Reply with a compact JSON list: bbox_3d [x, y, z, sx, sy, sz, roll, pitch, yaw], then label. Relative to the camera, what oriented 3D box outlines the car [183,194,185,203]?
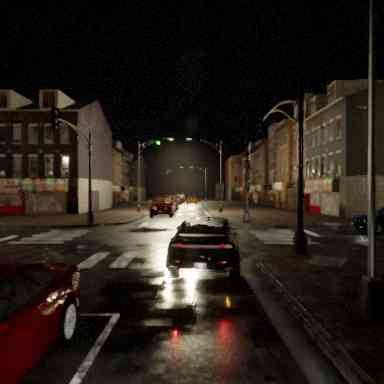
[{"bbox_3d":[-2.641,1.561,57.184,2.008,1.369,4.403,0,0,0],"label":"car"}]

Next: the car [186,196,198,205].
[{"bbox_3d":[0.003,1.491,60.422,1.882,1.535,5.008,0,0,0],"label":"car"}]

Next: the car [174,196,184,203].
[{"bbox_3d":[-2.641,1.588,68.039,1.947,1.339,4.313,0,0,0],"label":"car"}]

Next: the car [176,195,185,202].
[{"bbox_3d":[-2.642,1.476,78.893,1.967,1.590,4.097,0,0,0],"label":"car"}]

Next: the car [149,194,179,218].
[{"bbox_3d":[-2.644,1.309,30.050,2.192,1.841,5.009,0,0,0],"label":"car"}]

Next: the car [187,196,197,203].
[{"bbox_3d":[0.003,1.550,70.870,2.128,1.511,4.902,0,0,0],"label":"car"}]

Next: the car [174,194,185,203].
[{"bbox_3d":[-2.643,1.343,73.465,2.192,1.841,5.009,0,0,0],"label":"car"}]

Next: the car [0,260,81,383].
[{"bbox_3d":[-2.643,1.543,3.640,1.887,1.381,4.507,0,0,0],"label":"car"}]

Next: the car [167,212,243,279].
[{"bbox_3d":[0.498,1.489,10.106,2.128,1.511,4.902,0,0,7],"label":"car"}]

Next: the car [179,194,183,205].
[{"bbox_3d":[-2.643,1.313,40.904,2.192,1.841,5.009,0,0,0],"label":"car"}]

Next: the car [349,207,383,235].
[{"bbox_3d":[11.348,1.477,18.415,5.008,1.535,1.882,0,0,0],"label":"car"}]

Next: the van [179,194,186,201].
[{"bbox_3d":[-2.642,1.394,89.747,1.690,1.788,3.998,-1,0,0],"label":"van"}]
